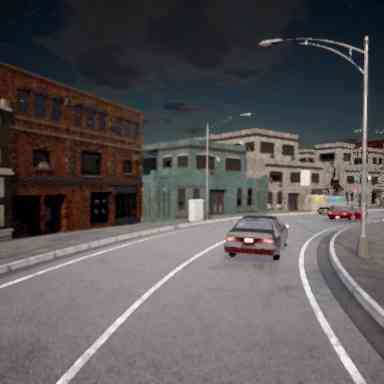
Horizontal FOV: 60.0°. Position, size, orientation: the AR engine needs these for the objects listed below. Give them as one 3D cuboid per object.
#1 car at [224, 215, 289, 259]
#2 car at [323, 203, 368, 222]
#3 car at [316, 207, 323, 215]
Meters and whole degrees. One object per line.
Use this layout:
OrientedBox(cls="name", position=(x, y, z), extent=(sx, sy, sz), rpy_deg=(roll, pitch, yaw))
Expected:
OrientedBox(cls="car", position=(2.668, 1.604, 12.961), extent=(2.033, 1.411, 5.357), rpy_deg=(1, 0, 20))
OrientedBox(cls="car", position=(13.812, 1.855, 29.412), extent=(4.718, 1.301, 1.895), rpy_deg=(1, 0, -44))
OrientedBox(cls="car", position=(15.380, 1.855, 35.838), extent=(4.718, 1.301, 1.895), rpy_deg=(1, 0, -40))
